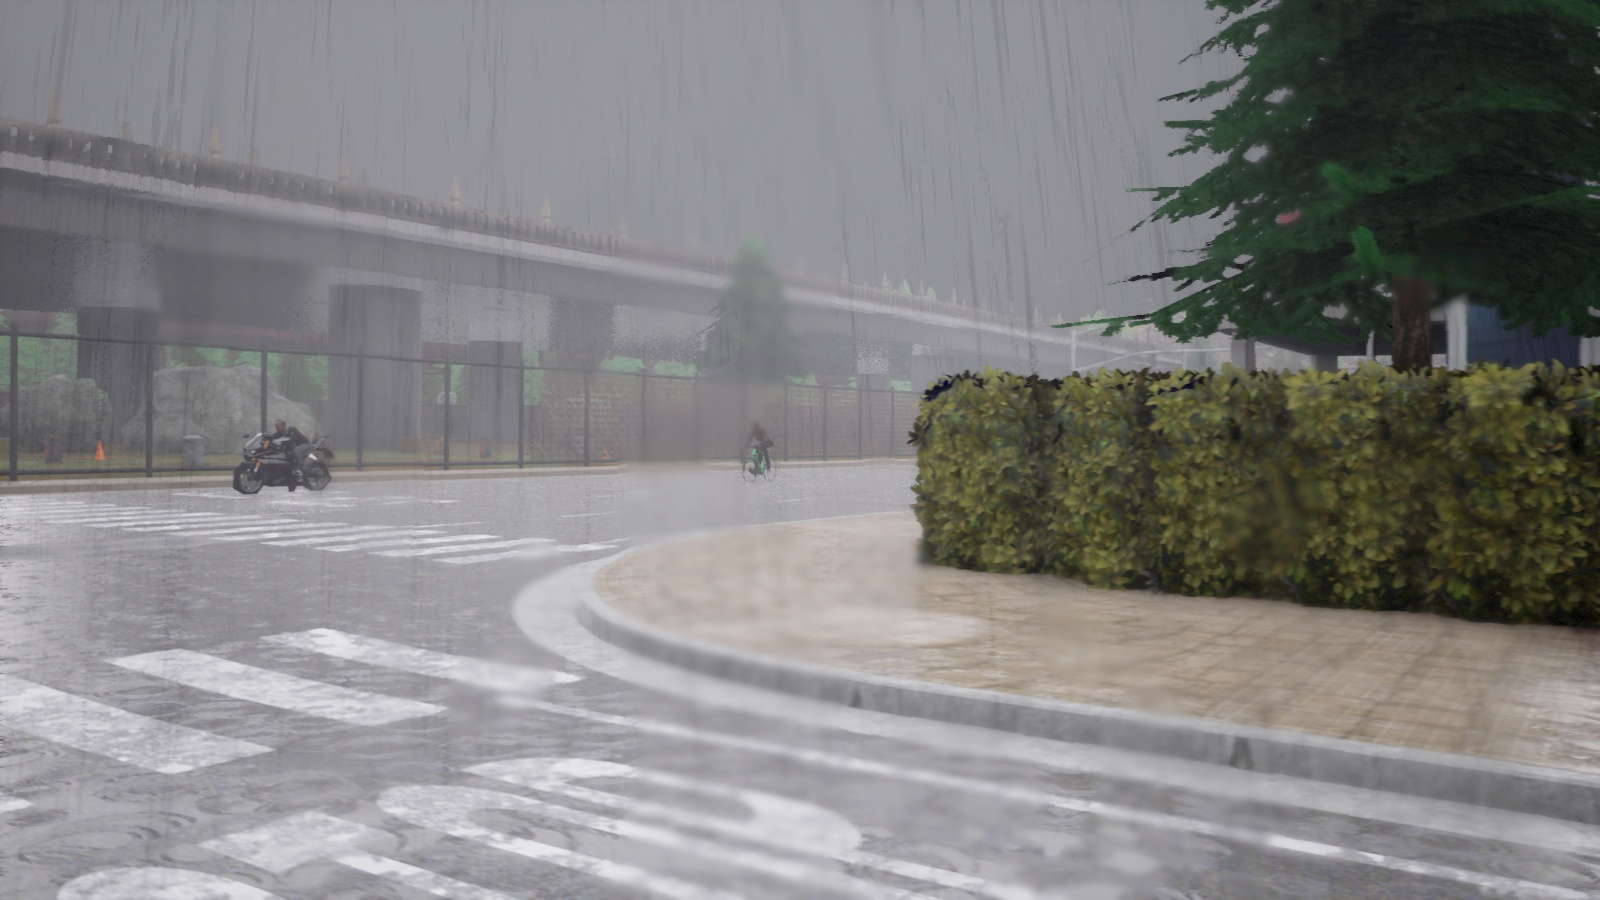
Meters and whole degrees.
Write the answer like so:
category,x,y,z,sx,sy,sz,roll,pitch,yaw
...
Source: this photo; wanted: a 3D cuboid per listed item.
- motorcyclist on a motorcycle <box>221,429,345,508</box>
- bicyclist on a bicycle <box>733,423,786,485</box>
category,x,y,z,sx,sy,sz,roll,pitch,yaw
motorcyclist on a motorcycle,-10.432,0.342,25.427,0.866,1.530,2.191,0,1,34
bicyclist on a bicycle,-1.068,0.083,33.468,0.582,1.620,1.656,0,1,31
